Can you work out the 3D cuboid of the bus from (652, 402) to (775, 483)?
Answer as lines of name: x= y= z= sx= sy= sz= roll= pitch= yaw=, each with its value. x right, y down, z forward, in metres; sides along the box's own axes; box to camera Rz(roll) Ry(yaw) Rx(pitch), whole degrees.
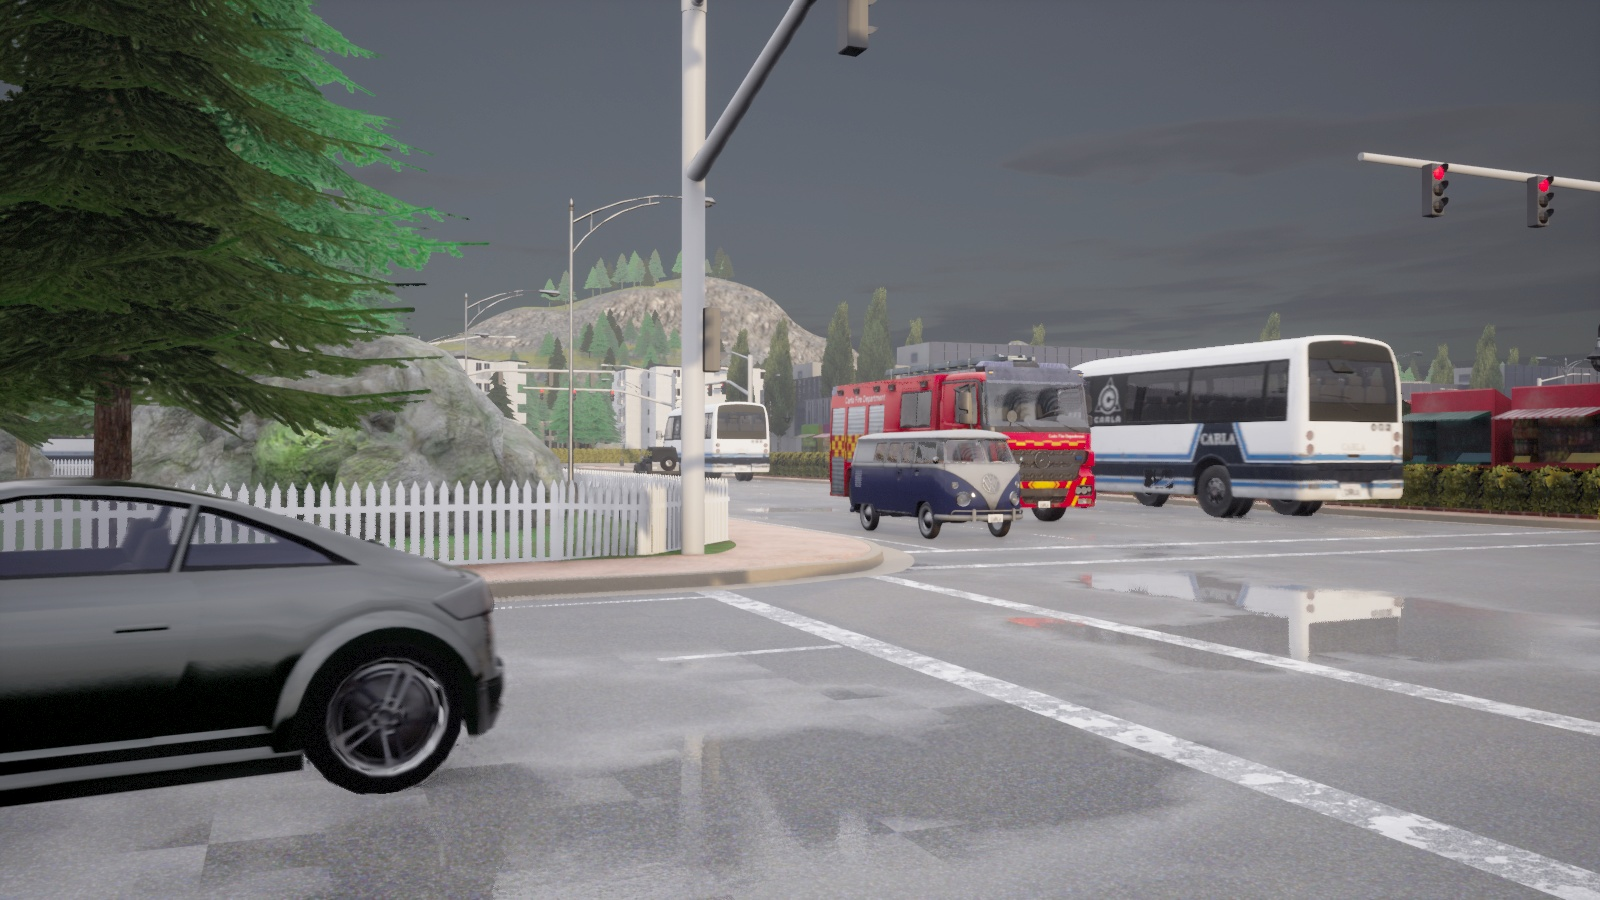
bus: x=-5.085 y=-0.391 z=71.120 sx=3.944 sy=4.253 sz=10.273 roll=0 pitch=0 yaw=-22

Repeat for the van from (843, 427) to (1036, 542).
van: x=2.553 y=0.607 z=24.141 sx=1.775 sy=1.987 sz=4.442 roll=0 pitch=0 yaw=-22

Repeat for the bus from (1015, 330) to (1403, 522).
bus: x=10.249 y=-0.516 z=33.317 sx=3.944 sy=4.253 sz=10.273 roll=0 pitch=0 yaw=-24

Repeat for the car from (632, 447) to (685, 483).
car: x=-7.748 y=0.780 z=68.369 sx=1.905 sy=1.878 sz=3.866 roll=0 pitch=0 yaw=-22

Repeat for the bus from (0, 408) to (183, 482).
bus: x=-42.870 y=-0.301 z=75.260 sx=10.273 sy=4.253 sz=3.944 roll=0 pitch=0 yaw=-21

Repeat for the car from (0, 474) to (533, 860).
car: x=-3.524 y=0.830 z=5.479 sx=4.181 sy=1.385 sz=1.994 roll=0 pitch=0 yaw=-32

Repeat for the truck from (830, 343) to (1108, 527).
truck: x=3.741 y=-0.298 z=30.549 sx=2.891 sy=3.827 sz=8.468 roll=0 pitch=0 yaw=-22
